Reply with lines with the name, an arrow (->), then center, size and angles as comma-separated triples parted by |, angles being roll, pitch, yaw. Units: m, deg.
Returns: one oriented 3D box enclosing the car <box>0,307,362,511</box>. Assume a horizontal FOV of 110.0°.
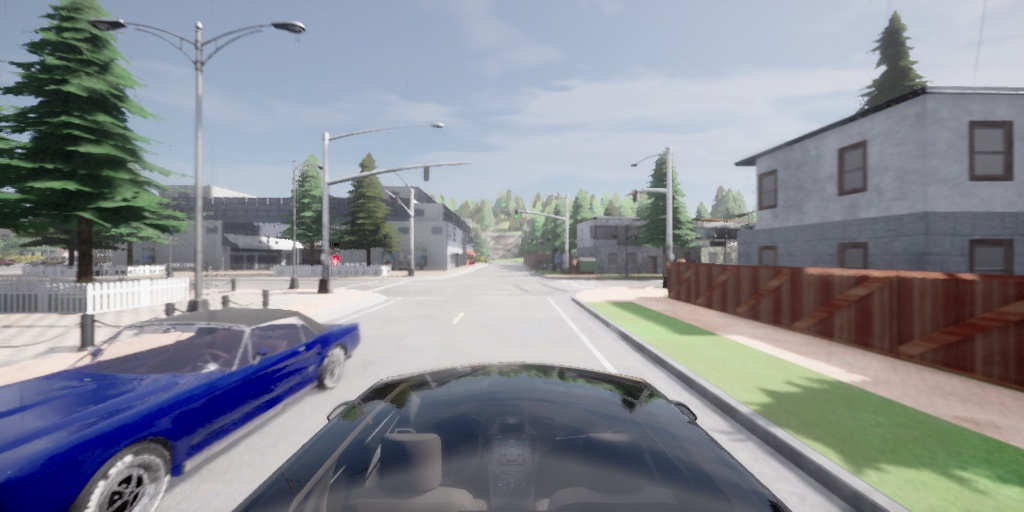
car -> -3.579, 1.355, 4.069 | 1.895, 1.301, 4.718 | 0, 0, 0
